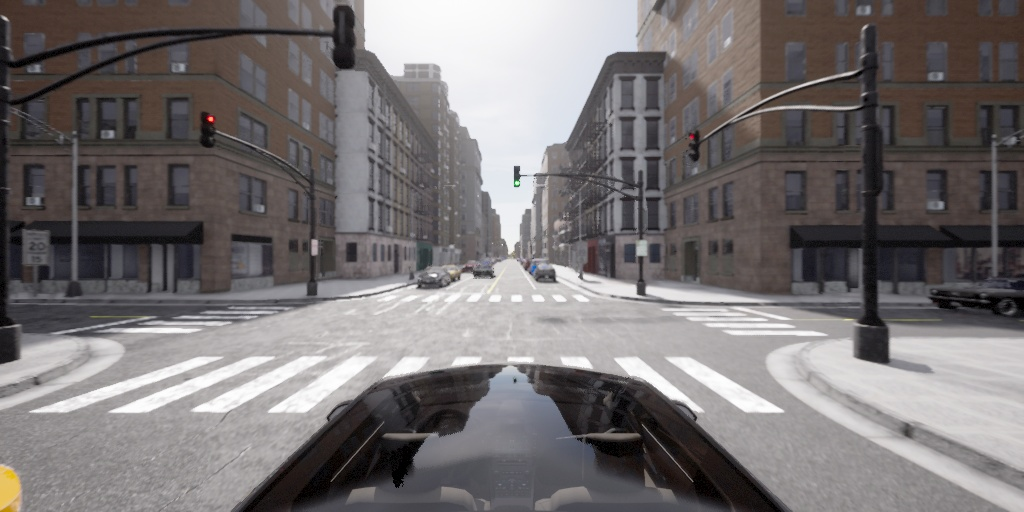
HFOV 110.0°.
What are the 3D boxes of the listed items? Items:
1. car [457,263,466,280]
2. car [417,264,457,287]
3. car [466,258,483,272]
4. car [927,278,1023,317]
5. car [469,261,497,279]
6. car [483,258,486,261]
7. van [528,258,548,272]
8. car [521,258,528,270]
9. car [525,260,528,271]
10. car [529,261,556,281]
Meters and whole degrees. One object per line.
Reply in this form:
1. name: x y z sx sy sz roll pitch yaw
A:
1. car: -5.300 1.359 30.069 1.751 1.417 4.829 0 0 0
2. car: -5.311 1.370 24.833 2.007 1.370 4.403 0 0 0
3. car: -5.263 1.316 46.458 1.967 1.591 4.097 0 0 0
4. car: 18.446 1.462 13.125 4.718 1.301 1.895 0 0 0
5. car: -2.645 1.455 34.604 1.895 1.301 4.718 0 0 0
6. car: -5.252 1.416 51.693 1.751 1.417 4.829 0 0 0
7. van: 2.753 1.176 35.621 1.690 1.789 3.998 0 0 0
8. car: 2.809 1.193 51.839 2.192 1.841 5.009 0 0 0
9. car: 2.772 1.432 41.027 1.802 1.307 4.207 0 0 0
10. car: 2.735 1.372 30.214 2.007 1.370 4.403 0 0 0
